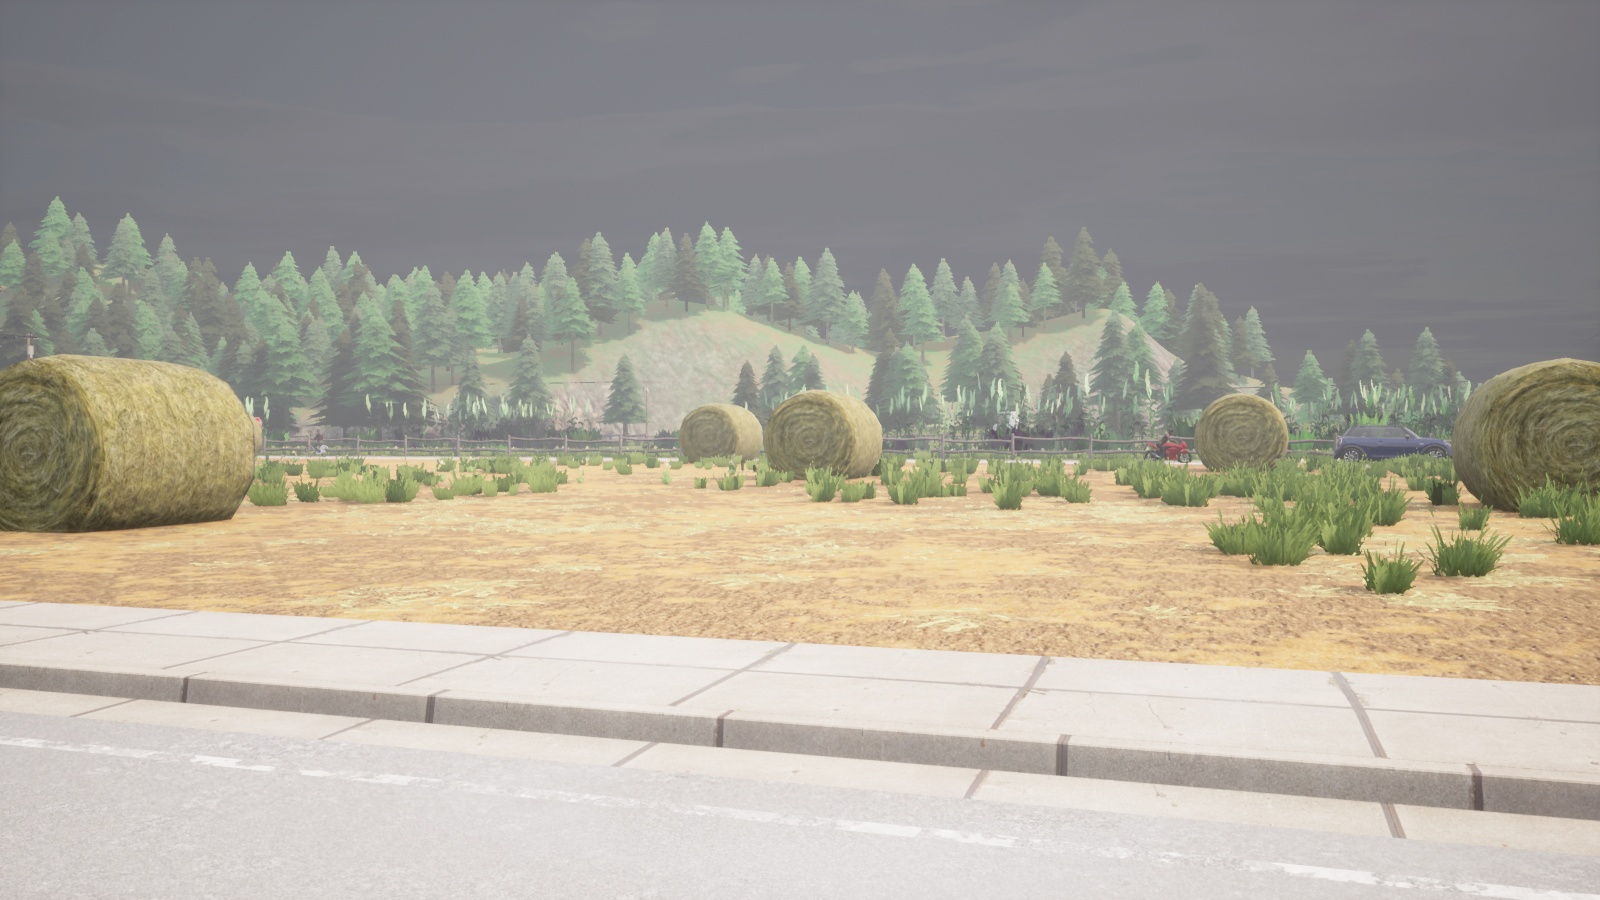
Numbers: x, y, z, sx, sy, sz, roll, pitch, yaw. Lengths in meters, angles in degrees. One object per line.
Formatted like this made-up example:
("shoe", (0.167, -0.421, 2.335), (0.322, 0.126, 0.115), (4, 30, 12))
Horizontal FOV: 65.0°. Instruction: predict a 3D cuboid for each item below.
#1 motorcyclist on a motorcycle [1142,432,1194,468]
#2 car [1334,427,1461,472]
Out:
("motorcyclist on a motorcycle", (15.920, -0.010, 54.335), (2.044, 1.523, 0.797), (1, 1, 22))
("car", (24.135, -0.048, 50.938), (4.553, 1.767, 2.097), (1, 1, 23))
